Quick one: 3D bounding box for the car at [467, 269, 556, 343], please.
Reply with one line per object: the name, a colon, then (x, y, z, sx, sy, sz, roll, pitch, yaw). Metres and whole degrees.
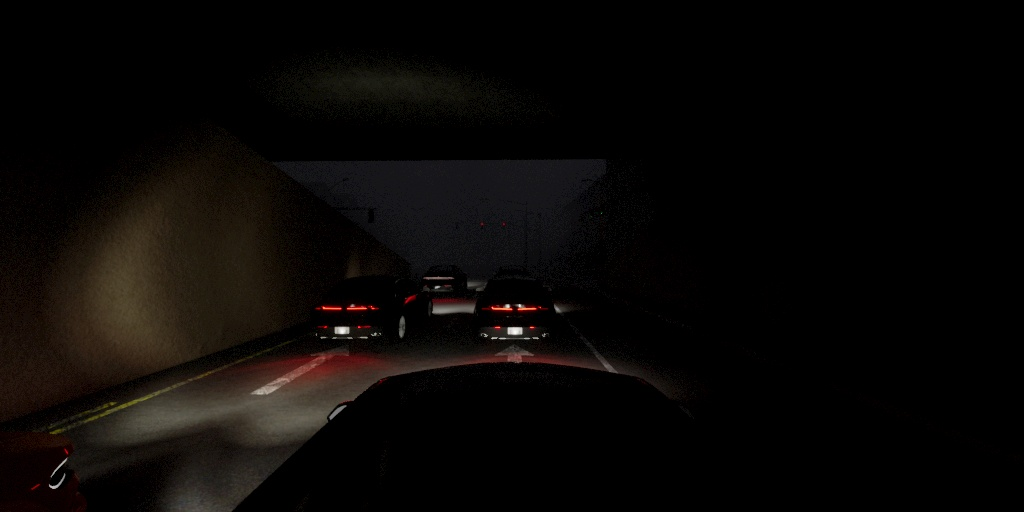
car: (0.054, 1.255, 9.609, 1.837, 1.490, 4.892, 0, 0, 0)

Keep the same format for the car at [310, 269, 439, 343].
car: (-3.446, 1.255, 9.667, 1.837, 1.490, 4.892, 0, 0, 0)

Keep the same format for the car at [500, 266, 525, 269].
car: (0.015, 1.255, 19.019, 1.837, 1.490, 4.892, 0, 0, 0)

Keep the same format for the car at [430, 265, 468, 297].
car: (-3.481, 1.242, 18.984, 2.128, 1.511, 4.902, 0, 0, -1)
